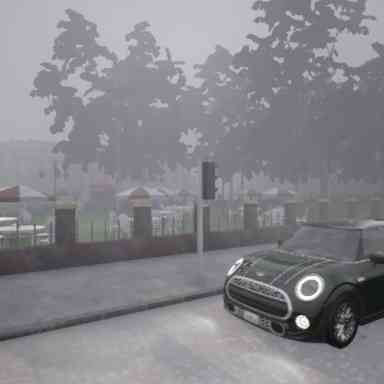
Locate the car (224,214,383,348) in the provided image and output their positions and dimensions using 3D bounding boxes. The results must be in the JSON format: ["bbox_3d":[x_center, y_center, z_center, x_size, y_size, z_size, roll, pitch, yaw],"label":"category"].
[{"bbox_3d":[2.797,1.352,6.399,4.553,1.767,2.097,0,0,-33],"label":"car"}]
